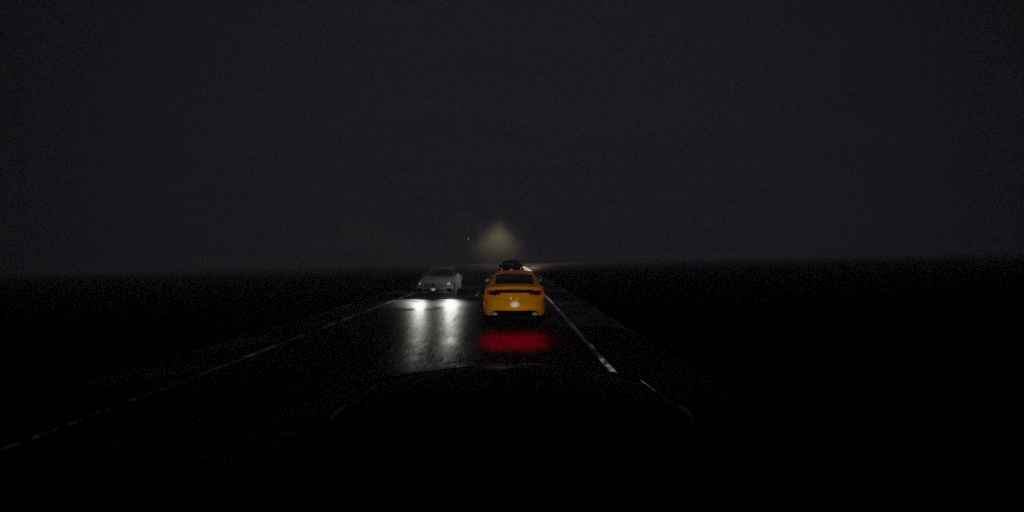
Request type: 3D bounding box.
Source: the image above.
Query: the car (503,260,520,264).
[{"bbox_3d":[-0.068,1.113,30.783,2.097,1.767,4.553,0,0,-1],"label":"car"}]

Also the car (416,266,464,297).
[{"bbox_3d":[-3.665,1.280,18.944,1.812,1.442,4.674,0,0,0],"label":"car"}]

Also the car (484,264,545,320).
[{"bbox_3d":[0.068,1.229,12.679,1.882,1.535,5.008,0,0,0],"label":"car"}]
